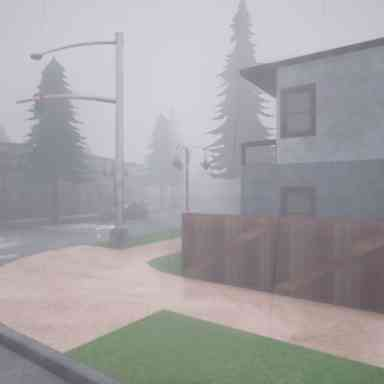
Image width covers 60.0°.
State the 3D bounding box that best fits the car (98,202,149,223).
[{"bbox_3d":[-4.975,1.500,24.861,1.812,1.442,4.674,0,0,25],"label":"car"}]
